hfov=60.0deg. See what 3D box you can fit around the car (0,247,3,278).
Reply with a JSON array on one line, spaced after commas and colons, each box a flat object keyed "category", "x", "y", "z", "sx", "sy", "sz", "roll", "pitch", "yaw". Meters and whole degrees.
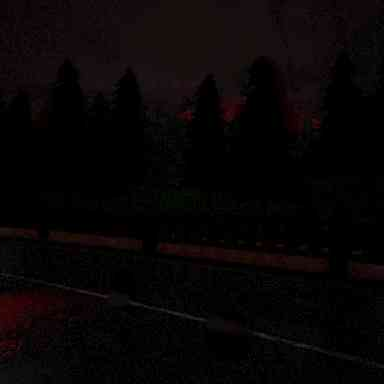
[{"category": "car", "x": -6.624, "y": 1.482, "z": 7.878, "sx": 5.008, "sy": 1.535, "sz": 1.882, "roll": 0, "pitch": 0, "yaw": 30}]
